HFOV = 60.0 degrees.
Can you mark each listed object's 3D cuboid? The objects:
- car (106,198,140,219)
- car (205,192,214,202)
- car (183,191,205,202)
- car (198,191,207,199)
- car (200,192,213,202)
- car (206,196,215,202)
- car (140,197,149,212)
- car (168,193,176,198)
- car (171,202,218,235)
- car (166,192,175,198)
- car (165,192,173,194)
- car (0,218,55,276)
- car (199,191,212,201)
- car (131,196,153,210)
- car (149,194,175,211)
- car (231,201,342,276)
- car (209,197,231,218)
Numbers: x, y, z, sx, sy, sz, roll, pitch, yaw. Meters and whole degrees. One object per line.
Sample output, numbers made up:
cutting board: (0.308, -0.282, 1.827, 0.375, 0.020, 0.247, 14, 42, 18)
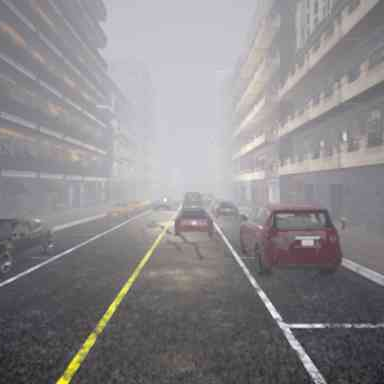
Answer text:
car: (-5.704, 1.331, 26.917, 1.752, 1.417, 4.829, -1, 0, 0)
car: (2.673, 1.083, 49.709, 1.967, 1.590, 4.097, -1, 0, 0)
car: (0.096, 0.947, 38.243, 2.150, 2.045, 5.566, 0, 1, 0)
car: (2.668, 0.726, 83.691, 2.192, 1.841, 5.009, -1, 0, 0)
car: (2.670, 0.880, 61.036, 2.192, 1.841, 5.009, -1, 0, 0)
car: (2.676, 1.346, 32.720, 1.802, 1.307, 4.206, -1, 0, 0)
car: (-5.704, 1.291, 32.581, 1.752, 1.417, 4.829, -1, 0, 0)
car: (-5.709, 0.901, 95.052, 1.947, 1.339, 4.313, -1, 0, 0)
car: (0.095, 1.434, 17.878, 1.994, 1.385, 4.181, 0, 0, 0)
car: (-5.710, 0.813, 89.388, 1.967, 1.590, 4.097, -1, 0, 0)
car: (-5.708, 1.015, 72.227, 1.752, 1.417, 4.829, -1, 0, 0)
car: (-5.702, 1.492, 10.095, 1.947, 1.339, 4.313, -1, 0, 0)
car: (2.670, 0.841, 66.699, 2.192, 1.841, 5.009, -1, 0, 0)
car: (-5.705, 1.250, 38.245, 1.752, 1.417, 4.829, -1, 0, 0)
car: (-3.071, 1.287, 36.150, 2.033, 1.411, 5.357, 0, 0, 0)
car: (2.674, 1.241, 10.062, 2.192, 1.841, 5.009, -1, 0, 0)
car: (2.677, 1.370, 27.055, 1.947, 1.339, 4.313, -1, 0, 0)
